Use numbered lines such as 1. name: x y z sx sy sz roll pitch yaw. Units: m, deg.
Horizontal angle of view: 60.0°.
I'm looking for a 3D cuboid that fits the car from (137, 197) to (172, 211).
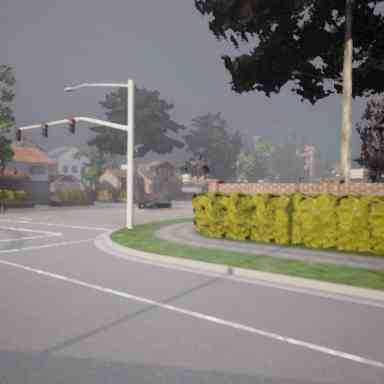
1. car: -4.024 1.257 36.415 1.994 1.385 4.181 1 1 35
